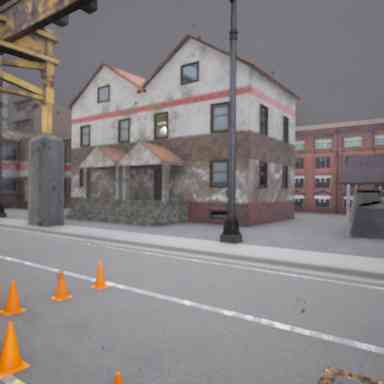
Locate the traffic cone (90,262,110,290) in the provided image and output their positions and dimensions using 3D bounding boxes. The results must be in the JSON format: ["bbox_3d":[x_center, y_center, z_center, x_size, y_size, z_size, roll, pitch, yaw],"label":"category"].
[{"bbox_3d":[-2.162,1.940,7.824,0.340,0.580,0.340,0,0,36],"label":"traffic cone"}]

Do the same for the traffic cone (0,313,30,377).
[{"bbox_3d":[-2.299,1.945,4.221,0.340,0.580,0.340,0,0,36],"label":"traffic cone"}]

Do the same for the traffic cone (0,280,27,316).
[{"bbox_3d":[-3.334,1.940,6.204,0.340,0.580,0.340,0,0,36],"label":"traffic cone"}]

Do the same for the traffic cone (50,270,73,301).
[{"bbox_3d":[-2.748,1.940,7.014,0.340,0.580,0.340,0,0,36],"label":"traffic cone"}]

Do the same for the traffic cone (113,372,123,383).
[{"bbox_3d":[-0.679,1.951,3.049,0.340,0.580,0.340,0,0,36],"label":"traffic cone"}]
